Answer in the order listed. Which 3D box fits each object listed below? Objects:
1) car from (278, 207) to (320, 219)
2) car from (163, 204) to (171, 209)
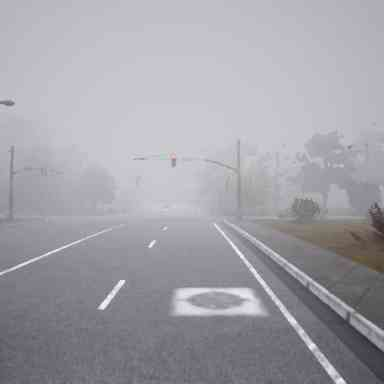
[{"bbox_3d":[11.462,2.220,35.710,4.181,1.385,1.994,0,-3,-1],"label":"car"},{"bbox_3d":[-7.003,4.023,92.198,1.994,1.385,4.181,0,0,0],"label":"car"}]
